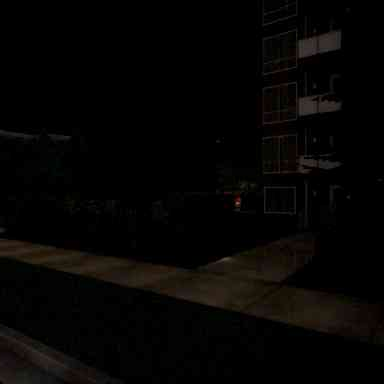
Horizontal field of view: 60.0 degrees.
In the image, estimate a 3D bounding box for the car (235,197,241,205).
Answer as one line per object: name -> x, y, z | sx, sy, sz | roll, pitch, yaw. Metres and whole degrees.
car -> 9.336, 1.478, 58.051 | 1.882, 1.535, 5.008 | 0, 0, 36
